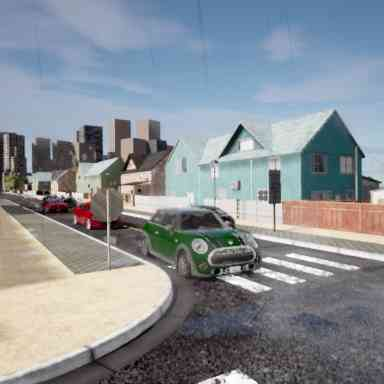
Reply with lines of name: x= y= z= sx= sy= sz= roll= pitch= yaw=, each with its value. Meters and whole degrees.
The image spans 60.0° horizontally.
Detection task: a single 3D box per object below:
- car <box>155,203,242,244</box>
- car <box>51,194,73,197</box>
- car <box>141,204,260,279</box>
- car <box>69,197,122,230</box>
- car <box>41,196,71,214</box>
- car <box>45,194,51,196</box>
car: x=0.097 y=1.375 z=16.227 sx=1.837 sy=1.490 sz=4.892 roll=-1 pitch=1 yaw=-32
car: x=-15.789 y=1.131 z=41.537 sx=2.128 sy=1.511 sz=4.902 roll=-1 pitch=1 yaw=-31
car: x=0.044 y=1.309 z=10.230 sx=2.097 sy=1.767 sz=4.553 roll=-1 pitch=1 yaw=-27
car: x=-5.841 y=1.338 z=20.309 sx=1.882 sy=1.535 sz=5.008 roll=-1 pitch=2 yaw=-32
car: x=-13.406 y=1.351 z=32.346 sx=1.895 sy=1.301 sz=4.718 roll=-1 pitch=1 yaw=-32
car: x=-21.331 y=1.053 z=50.260 sx=2.128 sy=1.511 sz=4.902 roll=-1 pitch=1 yaw=-32
